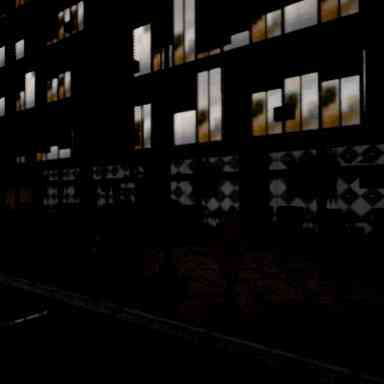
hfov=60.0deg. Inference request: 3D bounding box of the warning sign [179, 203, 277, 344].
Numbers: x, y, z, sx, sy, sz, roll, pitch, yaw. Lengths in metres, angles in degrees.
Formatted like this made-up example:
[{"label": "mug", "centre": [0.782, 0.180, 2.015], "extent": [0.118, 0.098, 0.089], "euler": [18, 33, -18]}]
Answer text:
[{"label": "warning sign", "centre": [0.615, 1.136, 5.357], "extent": [1.060, 1.860, 1.300], "euler": [-1, 0, 36]}]
